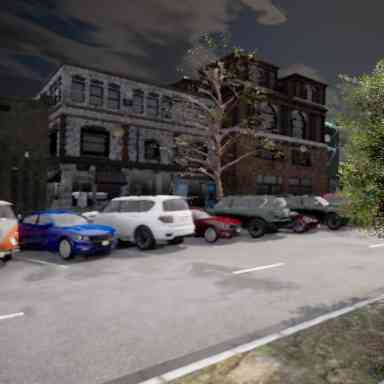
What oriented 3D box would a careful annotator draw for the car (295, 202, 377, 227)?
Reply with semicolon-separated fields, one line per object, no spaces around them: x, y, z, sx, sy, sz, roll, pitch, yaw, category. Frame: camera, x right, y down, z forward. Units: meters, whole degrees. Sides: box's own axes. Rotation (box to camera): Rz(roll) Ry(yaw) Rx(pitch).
9.831;1.459;22.863;4.792;1.488;2.163;-1;-1;35;car

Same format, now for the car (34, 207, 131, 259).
-4.921;1.457;12.470;5.008;1.535;2.097;-1;-1;35;car

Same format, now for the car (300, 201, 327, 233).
4.922;1.468;19.392;4.792;1.488;2.163;-1;-1;35;car

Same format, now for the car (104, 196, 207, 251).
-2.492;1.201;14.216;5.566;2.045;2.435;-1;0;35;car

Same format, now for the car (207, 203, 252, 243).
-0.013;1.448;15.940;5.008;1.535;2.097;-1;-1;35;car

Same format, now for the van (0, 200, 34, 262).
-7.278;1.234;10.670;4.442;1.987;1.878;-1;-1;35;van

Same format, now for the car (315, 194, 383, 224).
12.287;1.174;24.602;5.566;2.045;2.435;-1;-1;35;car

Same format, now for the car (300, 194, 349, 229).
7.374;1.183;21.133;5.566;2.045;2.435;-1;-1;35;car

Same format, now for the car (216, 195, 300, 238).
2.414;1.192;17.685;5.566;2.045;2.435;-1;0;35;car
